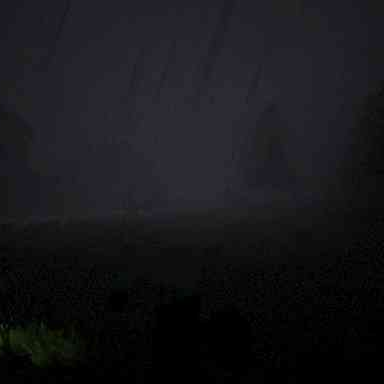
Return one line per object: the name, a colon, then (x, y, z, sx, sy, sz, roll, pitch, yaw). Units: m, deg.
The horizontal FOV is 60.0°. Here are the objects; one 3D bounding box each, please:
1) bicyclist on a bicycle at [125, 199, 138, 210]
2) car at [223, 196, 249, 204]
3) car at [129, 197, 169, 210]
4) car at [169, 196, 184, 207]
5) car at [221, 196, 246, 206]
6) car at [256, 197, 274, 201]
bicyclist on a bicycle: (-4.595, 1.387, 25.266, 1.656, 1.620, 0.582, 3, 2, 36)
car: (6.765, 1.409, 47.123, 1.812, 1.442, 4.674, 0, 0, 36)
car: (-5.002, 1.451, 36.935, 1.994, 1.385, 4.181, 0, 0, 36)
car: (-2.770, 1.345, 45.000, 1.816, 1.474, 4.193, 7, 4, 33)
car: (6.662, 1.421, 53.081, 1.837, 1.490, 4.892, 0, 0, 36)
car: (12.451, 1.485, 55.158, 1.895, 1.301, 4.718, 0, 0, 36)
